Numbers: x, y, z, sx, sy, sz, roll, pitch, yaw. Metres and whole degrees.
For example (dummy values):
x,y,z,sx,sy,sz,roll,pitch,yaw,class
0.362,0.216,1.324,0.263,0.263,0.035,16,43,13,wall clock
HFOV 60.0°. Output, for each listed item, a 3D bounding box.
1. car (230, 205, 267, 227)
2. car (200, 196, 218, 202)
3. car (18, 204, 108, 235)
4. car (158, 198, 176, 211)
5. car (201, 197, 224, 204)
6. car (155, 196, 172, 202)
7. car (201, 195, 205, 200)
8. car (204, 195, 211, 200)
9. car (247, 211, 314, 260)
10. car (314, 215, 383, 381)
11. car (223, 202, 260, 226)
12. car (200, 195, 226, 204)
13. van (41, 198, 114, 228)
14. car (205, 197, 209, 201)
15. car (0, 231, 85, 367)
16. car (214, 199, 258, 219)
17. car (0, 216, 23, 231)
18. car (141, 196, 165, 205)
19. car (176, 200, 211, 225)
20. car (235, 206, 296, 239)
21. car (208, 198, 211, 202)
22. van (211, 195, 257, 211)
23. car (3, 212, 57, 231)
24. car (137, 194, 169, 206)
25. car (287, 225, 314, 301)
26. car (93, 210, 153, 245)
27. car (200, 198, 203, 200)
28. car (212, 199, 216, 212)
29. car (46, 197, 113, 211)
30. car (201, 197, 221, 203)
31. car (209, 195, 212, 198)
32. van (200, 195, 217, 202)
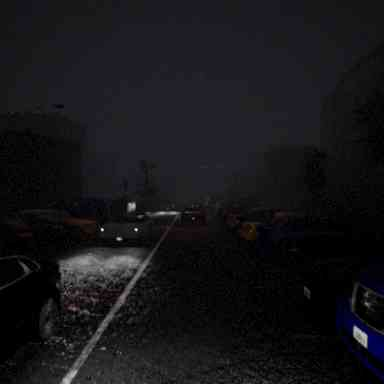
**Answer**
x,y,z,sx,sy,sz,roll,pitch,yaw,class
4.678,1.610,17.643,4.792,1.488,2.163,0,0,0,car
4.641,2.018,93.082,4.892,1.521,2.231,0,1,0,car
-7.495,1.577,17.493,5.366,1.575,1.946,0,0,0,car
-3.041,1.869,44.512,1.895,1.301,4.718,0,0,0,car
4.642,1.945,76.308,5.008,1.535,2.097,0,0,0,car
-7.652,1.900,89.838,4.553,1.767,2.185,0,0,0,car
4.676,1.555,53.962,5.566,2.045,2.435,0,0,0,car
4.617,1.664,51.166,4.553,1.767,2.185,0,0,0,car
4.679,1.576,12.055,4.792,1.488,2.163,0,0,0,car
4.622,1.243,3.676,5.566,2.045,2.435,0,0,0,car
4.835,1.595,20.436,5.366,1.575,1.946,0,0,0,car
4.620,1.677,73.515,5.566,2.045,2.435,0,0,0,car
-7.797,1.388,22.951,4.442,1.987,1.878,0,0,0,van
4.677,1.801,48.374,4.792,1.488,2.163,0,0,0,car
-3.096,1.507,3.714,2.128,1.511,4.902,0,0,0,car
4.643,1.651,28.816,4.892,1.521,2.231,0,0,0,car
-7.651,1.558,9.120,4.792,1.488,2.163,0,0,0,car
-7.651,1.757,66.203,4.553,1.767,2.185,0,0,0,car
0.099,1.643,25.506,2.128,1.511,4.902,0,0,0,car
4.835,1.560,14.849,5.366,1.575,1.946,0,0,0,car
4.644,1.703,37.322,5.008,1.535,2.097,0,0,0,car
4.532,1.459,34.405,4.442,1.987,1.878,0,0,0,van
-7.677,1.586,11.910,4.674,1.452,2.002,0,0,0,car
-7.710,1.614,63.391,5.566,2.045,2.435,0,0,0,car
4.621,1.541,6.468,4.792,1.488,2.163,0,0,0,car
-3.078,1.694,16.274,1.895,1.301,4.718,0,0,0,car
0.083,1.810,43.632,2.033,1.411,5.357,0,0,0,car
4.655,1.669,31.611,4.892,1.521,2.231,0,0,0,car
-7.709,1.346,20.160,5.566,2.045,2.435,0,0,0,car
4.641,1.982,82.020,4.892,1.521,2.231,0,0,0,car
4.679,1.594,39.993,4.553,1.767,2.185,0,0,0,car
4.531,1.801,90.274,4.442,1.987,1.878,0,0,0,van
